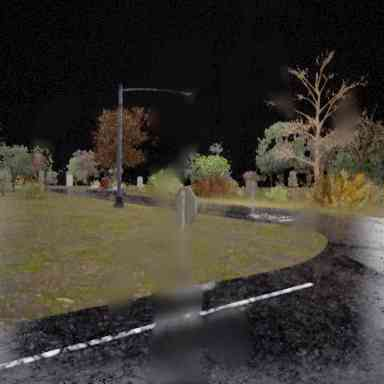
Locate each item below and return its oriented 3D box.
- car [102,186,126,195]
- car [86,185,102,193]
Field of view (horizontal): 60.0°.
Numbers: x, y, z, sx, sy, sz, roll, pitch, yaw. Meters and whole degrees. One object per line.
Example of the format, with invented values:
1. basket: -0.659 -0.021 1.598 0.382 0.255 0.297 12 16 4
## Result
1. car: -11.961 -0.224 52.139 1.812 1.442 4.674 0 2 -36
2. car: -17.555 -0.532 59.931 1.812 1.442 4.674 0 2 -36
